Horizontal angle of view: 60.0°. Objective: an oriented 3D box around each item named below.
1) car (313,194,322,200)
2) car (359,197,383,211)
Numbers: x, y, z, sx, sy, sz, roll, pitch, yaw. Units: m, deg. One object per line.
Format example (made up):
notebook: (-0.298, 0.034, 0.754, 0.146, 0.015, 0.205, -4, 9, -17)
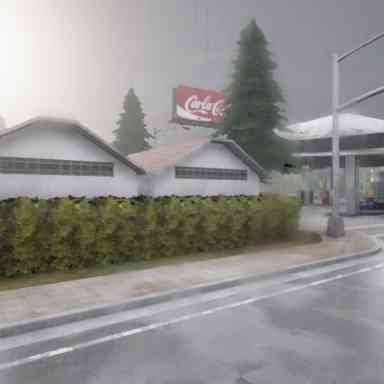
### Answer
car: (32.997, 1.300, 89.503, 2.152, 1.636, 5.027, 0, 0, -36)
car: (21.881, 1.464, 40.020, 4.611, 1.667, 2.242, 0, 0, -36)
